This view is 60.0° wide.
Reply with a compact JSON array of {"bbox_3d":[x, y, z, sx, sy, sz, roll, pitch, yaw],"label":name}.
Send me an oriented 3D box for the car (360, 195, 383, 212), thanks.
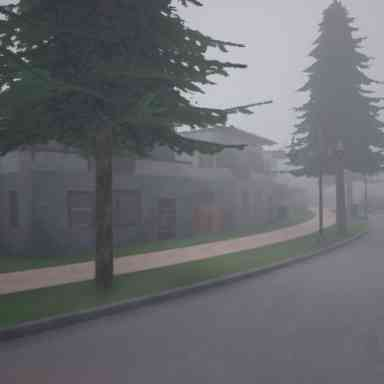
[{"bbox_3d":[21.066,1.340,38.566,2.150,2.045,5.566,0,0,16],"label":"car"}]
